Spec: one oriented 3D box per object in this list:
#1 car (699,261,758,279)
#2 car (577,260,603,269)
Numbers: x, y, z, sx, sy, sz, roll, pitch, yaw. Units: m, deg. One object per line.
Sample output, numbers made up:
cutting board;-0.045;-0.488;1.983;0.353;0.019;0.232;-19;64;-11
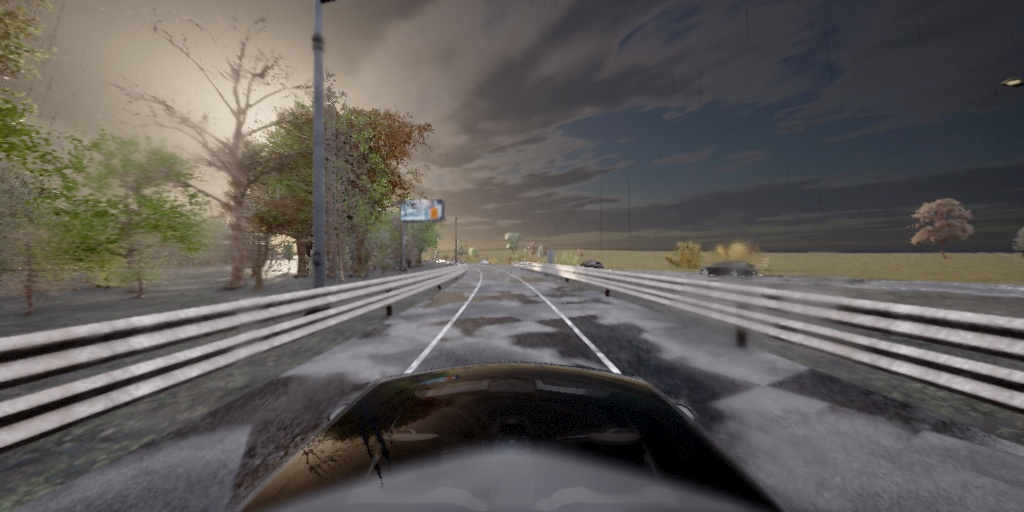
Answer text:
car;18.934;1.151;31.587;1.837;1.490;4.892;-1;0;-20
car;11.324;1.383;52.205;1.837;1.490;4.892;-1;0;-20
